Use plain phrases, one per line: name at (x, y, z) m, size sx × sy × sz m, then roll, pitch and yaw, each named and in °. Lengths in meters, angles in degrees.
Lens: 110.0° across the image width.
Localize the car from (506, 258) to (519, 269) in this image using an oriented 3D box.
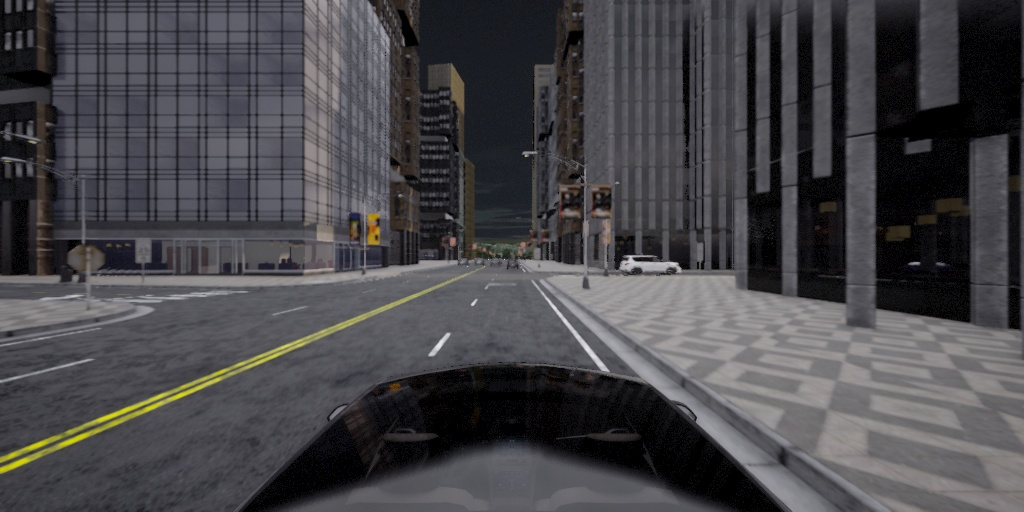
car at (0.112, 1.228, 55.724) m, size 1.812 × 1.442 × 4.674 m, roll 0°, pitch 0°, yaw 0°

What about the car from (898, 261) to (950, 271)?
car at (40.906, 1.217, 35.070) m, size 5.008 × 1.535 × 1.882 m, roll 0°, pitch 0°, yaw 1°

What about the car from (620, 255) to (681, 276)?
car at (13.508, 0.958, 35.194) m, size 5.566 × 2.045 × 2.150 m, roll 0°, pitch 0°, yaw 1°
